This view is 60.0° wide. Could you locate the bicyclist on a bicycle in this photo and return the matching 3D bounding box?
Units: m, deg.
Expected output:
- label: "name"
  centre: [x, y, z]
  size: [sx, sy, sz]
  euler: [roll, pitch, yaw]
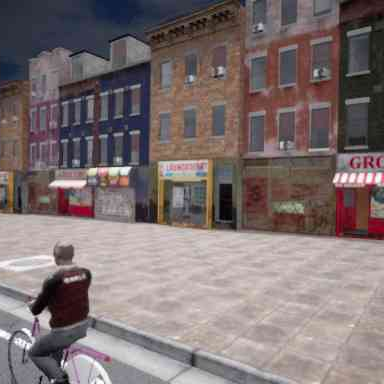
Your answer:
- label: "bicyclist on a bicycle"
  centre: [-1.407, 1.370, 3.357]
  size: [1.843, 1.776, 0.659]
  euler: [0, 0, 36]
